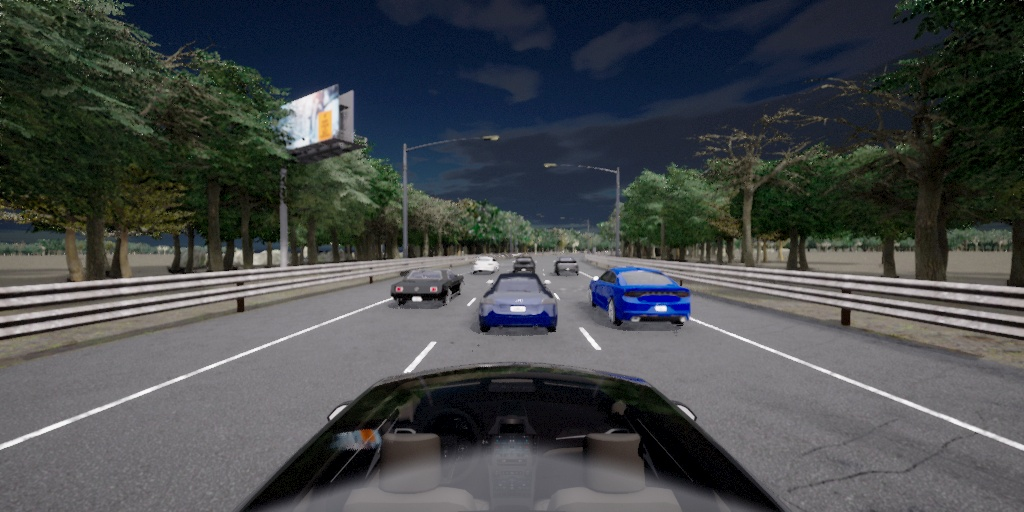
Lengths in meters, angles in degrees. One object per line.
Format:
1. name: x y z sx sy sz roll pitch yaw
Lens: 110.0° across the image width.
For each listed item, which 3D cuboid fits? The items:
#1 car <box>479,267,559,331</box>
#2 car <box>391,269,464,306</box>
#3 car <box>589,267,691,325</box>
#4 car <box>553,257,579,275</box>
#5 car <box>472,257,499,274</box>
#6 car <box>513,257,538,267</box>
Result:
1. car: 0.191 1.184 10.446 1.994 1.385 4.181 0 1 1
2. car: -3.205 1.158 14.599 1.895 1.301 4.718 0 1 2
3. car: 3.707 1.086 11.228 1.882 1.535 5.008 0 1 1
4. car: 4.628 0.812 30.947 2.128 1.511 4.902 0 1 4
5. car: -2.299 0.825 32.216 1.812 1.442 4.674 0 1 4
6. car: 1.127 0.823 31.057 1.837 1.490 4.892 0 1 4
